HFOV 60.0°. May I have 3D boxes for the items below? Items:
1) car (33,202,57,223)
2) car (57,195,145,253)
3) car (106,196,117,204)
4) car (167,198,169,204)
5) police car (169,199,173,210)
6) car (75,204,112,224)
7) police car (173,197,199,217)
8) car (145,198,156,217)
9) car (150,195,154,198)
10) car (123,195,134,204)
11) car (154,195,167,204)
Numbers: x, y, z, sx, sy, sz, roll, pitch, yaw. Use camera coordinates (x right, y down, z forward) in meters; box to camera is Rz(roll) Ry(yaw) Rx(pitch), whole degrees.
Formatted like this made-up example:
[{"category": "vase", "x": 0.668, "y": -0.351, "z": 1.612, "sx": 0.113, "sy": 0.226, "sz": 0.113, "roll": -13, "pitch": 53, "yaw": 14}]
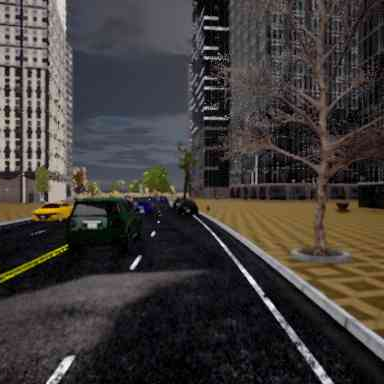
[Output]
[{"category": "car", "x": -10.914, "y": 1.527, "z": 26.400, "sx": 1.882, "sy": 1.535, "sz": 5.008, "roll": 0, "pitch": 0, "yaw": -5}, {"category": "car", "x": -3.477, "y": 1.243, "z": 13.933, "sx": 2.150, "sy": 2.045, "sz": 5.566, "roll": 0, "pitch": 0, "yaw": -2}, {"category": "car", "x": -16.089, "y": 1.648, "z": 66.659, "sx": 1.812, "sy": 1.442, "sz": 4.674, "roll": 0, "pitch": 0, "yaw": -11}, {"category": "car", "x": -2.237, "y": 1.595, "z": 48.011, "sx": 1.812, "sy": 1.442, "sz": 4.674, "roll": 0, "pitch": 0, "yaw": -8}, {"category": "police car", "x": -1.502, "y": 1.484, "z": 42.071, "sx": 1.930, "sy": 1.638, "sz": 5.238, "roll": 0, "pitch": 0, "yaw": -7}, {"category": "car", "x": -7.639, "y": 1.645, "z": 26.278, "sx": 1.895, "sy": 1.301, "sz": 4.718, "roll": 0, "pitch": 0, "yaw": -4}, {"category": "police car", "x": -0.470, "y": 1.468, "z": 31.964, "sx": 1.930, "sy": 1.638, "sz": 5.238, "roll": 0, "pitch": 0, "yaw": -5}, {"category": "car", "x": -4.672, "y": 1.574, "z": 32.129, "sx": 1.812, "sy": 1.442, "sz": 4.674, "roll": 0, "pitch": 0, "yaw": -5}, {"category": "car", "x": -9.016, "y": 1.529, "z": 81.030, "sx": 2.033, "sy": 1.411, "sz": 5.357, "roll": 0, "pitch": 0, "yaw": -13}, {"category": "car", "x": -12.908, "y": 1.475, "z": 67.314, "sx": 2.097, "sy": 1.767, "sz": 4.553, "roll": 0, "pitch": 0, "yaw": -11}, {"category": "car", "x": -5.809, "y": 1.464, "z": 65.047, "sx": 2.097, "sy": 1.767, "sz": 4.553, "roll": 0, "pitch": 0, "yaw": -11}]
